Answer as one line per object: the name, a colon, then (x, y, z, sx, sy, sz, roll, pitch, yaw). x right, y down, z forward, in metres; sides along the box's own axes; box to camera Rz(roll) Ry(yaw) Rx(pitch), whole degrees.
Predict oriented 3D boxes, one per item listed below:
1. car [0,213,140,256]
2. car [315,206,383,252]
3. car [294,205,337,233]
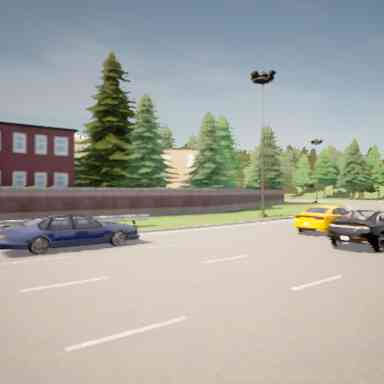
car: (-4.807, 1.549, 13.224, 5.357, 1.411, 2.033, 0, 0, -36)
car: (7.498, 1.493, 13.892, 4.902, 1.511, 2.128, 0, 0, -40)
car: (7.670, 1.480, 18.644, 5.008, 1.535, 1.882, 0, 0, -42)
